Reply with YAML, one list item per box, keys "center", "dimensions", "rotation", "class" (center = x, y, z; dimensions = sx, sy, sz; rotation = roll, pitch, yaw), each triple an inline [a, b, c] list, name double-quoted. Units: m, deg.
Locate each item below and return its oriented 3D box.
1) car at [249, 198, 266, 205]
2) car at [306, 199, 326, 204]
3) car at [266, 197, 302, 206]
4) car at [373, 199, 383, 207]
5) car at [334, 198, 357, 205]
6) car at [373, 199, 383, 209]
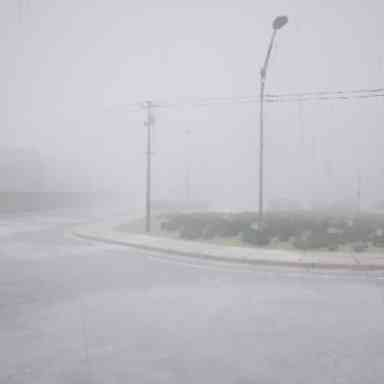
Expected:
- center: [14.394, 2.076, 72.183]
  dimensions: [3.905, 1.438, 1.784]
  rotation: [1, 0, 2]
  class: "car"
- center: [27.288, 2.191, 73.008]
  dimensions: [4.193, 1.474, 1.816]
  rotation: [1, 0, 2]
  class: "car"
- center: [13.934, 1.732, 49.710]
  dimensions: [4.605, 1.855, 1.932]
  rotation: [1, 0, 2]
  class: "car"
- center: [35.070, 1.999, 60.336]
  dimensions: [1.882, 1.535, 5.008]
  rotation: [1, 0, 1]
  class: "car"
- center: [27.473, 1.923, 59.516]
  dimensions: [3.866, 1.878, 1.905]
  rotation: [1, 0, 2]
  class: "car"
- center: [31.407, 2.162, 53.700]
  dimensions: [2.033, 1.411, 5.357]
  rotation: [1, 0, 2]
  class: "car"
